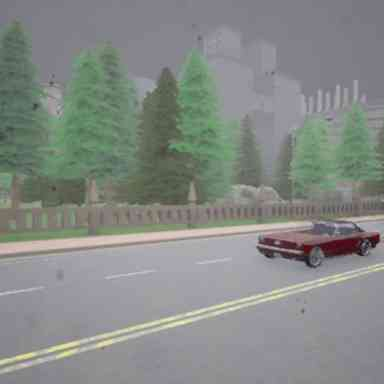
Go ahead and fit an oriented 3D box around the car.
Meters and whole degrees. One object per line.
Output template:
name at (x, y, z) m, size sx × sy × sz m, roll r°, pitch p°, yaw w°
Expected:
car at (4.406, 1.617, 11.432) m, size 4.718 × 1.301 × 1.895 m, roll 0°, pitch 0°, yaw -36°
